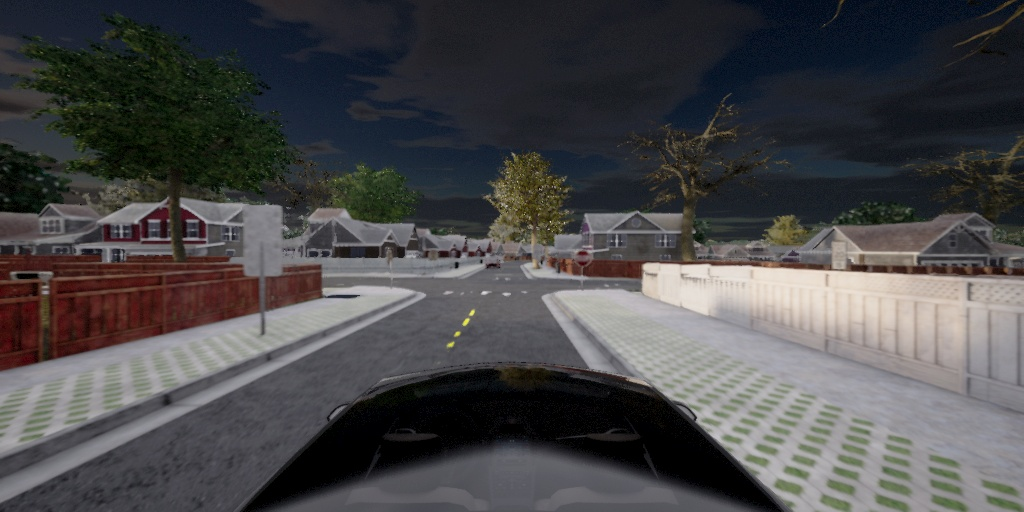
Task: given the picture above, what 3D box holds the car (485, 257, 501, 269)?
[{"bbox_3d":[-2.715,0.961,51.542,2.097,1.767,4.553,0,0,0],"label":"car"}]
